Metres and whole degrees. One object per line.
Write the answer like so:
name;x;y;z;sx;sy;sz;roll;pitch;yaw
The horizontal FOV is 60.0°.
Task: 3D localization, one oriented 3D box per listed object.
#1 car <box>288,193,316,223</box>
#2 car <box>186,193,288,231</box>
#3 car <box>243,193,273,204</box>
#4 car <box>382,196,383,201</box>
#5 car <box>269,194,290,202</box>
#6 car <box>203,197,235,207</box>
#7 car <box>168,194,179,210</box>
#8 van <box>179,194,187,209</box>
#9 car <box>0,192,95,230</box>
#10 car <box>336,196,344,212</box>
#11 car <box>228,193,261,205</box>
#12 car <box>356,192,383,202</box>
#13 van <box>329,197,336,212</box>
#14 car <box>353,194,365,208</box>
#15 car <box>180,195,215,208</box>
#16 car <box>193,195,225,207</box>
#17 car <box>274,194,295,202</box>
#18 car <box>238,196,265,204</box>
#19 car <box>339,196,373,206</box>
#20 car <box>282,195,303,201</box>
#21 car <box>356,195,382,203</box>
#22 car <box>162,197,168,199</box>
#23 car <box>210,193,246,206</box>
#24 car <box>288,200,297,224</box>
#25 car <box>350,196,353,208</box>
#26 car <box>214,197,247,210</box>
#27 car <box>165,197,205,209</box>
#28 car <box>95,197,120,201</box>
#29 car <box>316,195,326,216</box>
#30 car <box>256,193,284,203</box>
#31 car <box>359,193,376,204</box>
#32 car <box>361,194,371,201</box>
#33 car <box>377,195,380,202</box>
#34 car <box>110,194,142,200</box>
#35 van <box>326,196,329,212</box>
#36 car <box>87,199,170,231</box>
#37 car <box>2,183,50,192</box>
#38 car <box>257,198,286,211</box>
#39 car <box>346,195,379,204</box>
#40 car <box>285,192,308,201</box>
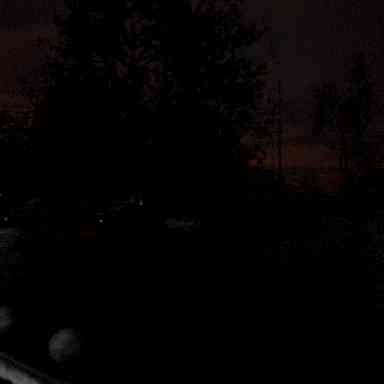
car;6.095;1.221;25.144;5.566;2.045;2.435;1;1;15
car;2.796;1.225;20.272;5.566;2.045;2.435;1;0;15
car;12.792;1.201;64.781;5.566;2.045;2.435;-1;0;14
car;36.325;1.428;69.013;4.892;1.521;2.231;1;1;15
car;19.649;1.316;74.734;4.553;1.767;2.185;-1;-1;15
car;4.287;1.496;52.313;4.792;1.488;2.163;-1;-1;15
car;-4.343;1.354;39.892;4.553;1.767;2.185;-1;-1;14
van;-2.714;1.252;42.392;4.442;1.987;1.878;-1;0;14
car;-9.418;1.221;21.757;2.150;2.045;5.566;0;0;31
car;14.506;1.464;37.327;4.892;1.521;2.231;1;0;14
car;9.425;1.206;59.781;5.566;2.045;2.435;-1;-1;15
car;39.706;1.170;73.889;5.566;2.045;2.435;1;0;15
van;11.272;1.243;32.429;4.442;1.987;1.878;1;0;15
car;21.191;1.481;47.081;4.792;1.488;2.163;1;1;15
car;0.859;1.346;47.324;4.553;1.767;2.185;-1;0;15
car;2.570;1.343;49.824;4.553;1.767;2.185;-1;0;14
car;21.360;1.313;77.231;4.553;1.767;2.185;-1;-1;14
car;11.117;1.456;62.266;4.892;1.521;2.231;-1;0;15
car;27.933;1.440;56.838;5.008;1.535;2.097;1;1;15
car;24.813;1.433;82.202;4.892;1.521;2.231;-1;-1;14
car;37.997;1.464;71.453;4.674;1.452;2.002;1;0;14
car;-6.000;1.229;37.393;5.566;2.045;2.435;-1;-1;14
car;5.938;1.213;54.820;5.566;2.045;2.435;-1;0;14
car;4.417;1.504;22.698;4.792;1.488;2.163;1;1;14
car;16.218;1.335;39.759;4.553;1.767;2.185;1;1;15
car;5.083;1.476;43.089;2.128;1.511;4.902;0;0;35
car;-0.889;1.476;44.861;4.892;1.521;2.231;-1;-1;14
car;-9.479;1.514;32.402;4.792;1.488;2.163;-1;0;15
car;7.774;1.219;27.581;5.566;2.045;2.435;1;1;15
car;16.277;1.195;69.748;5.566;2.045;2.435;-1;-1;15
car;26.434;1.443;54.355;5.366;1.575;1.946;1;0;15
car;23.078;1.448;49.481;5.366;1.575;1.946;1;0;15
car;31.291;1.436;61.708;4.892;1.521;2.231;1;1;15
car;-7.769;1.232;34.895;5.566;2.045;2.435;-1;0;15
van;9.593;1.244;29.992;4.442;1.987;1.878;1;0;15
car;-3.820;1.472;20.992;1.882;1.535;5.008;0;0;33
car;-16.980;-0.171;33.919;2.128;1.511;4.902;0;4;34
car;9.852;1.484;40.970;1.837;1.490;4.892;0;0;35
car;32.785;1.427;64.181;5.366;1.575;1.946;1;1;14
car;26.501;1.178;84.686;5.566;2.045;2.435;-1;0;15
